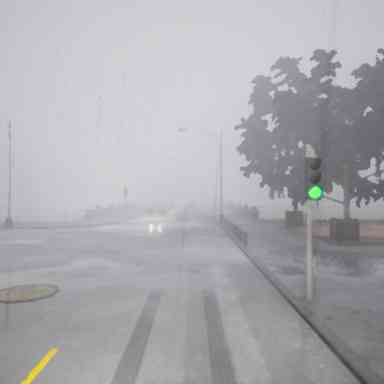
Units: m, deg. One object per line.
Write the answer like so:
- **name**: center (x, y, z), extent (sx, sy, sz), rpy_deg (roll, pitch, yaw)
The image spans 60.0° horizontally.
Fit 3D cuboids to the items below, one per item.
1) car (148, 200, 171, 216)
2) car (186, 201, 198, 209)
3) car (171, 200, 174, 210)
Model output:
- **car**: center (-4.100, 2.010, 40.117), extent (2.128, 1.511, 4.902), rpy_deg (0, -1, 0)
- **car**: center (-0.001, 2.316, 59.553), extent (2.033, 1.411, 5.357), rpy_deg (0, -1, 0)
- **car**: center (-4.094, 2.118, 49.664), extent (1.882, 1.535, 5.008), rpy_deg (0, -1, 0)
